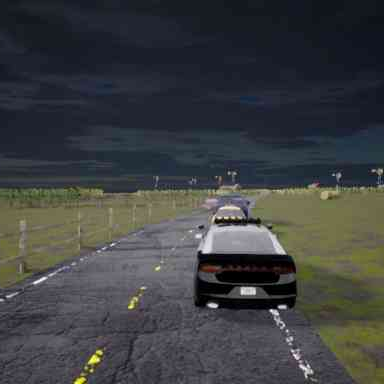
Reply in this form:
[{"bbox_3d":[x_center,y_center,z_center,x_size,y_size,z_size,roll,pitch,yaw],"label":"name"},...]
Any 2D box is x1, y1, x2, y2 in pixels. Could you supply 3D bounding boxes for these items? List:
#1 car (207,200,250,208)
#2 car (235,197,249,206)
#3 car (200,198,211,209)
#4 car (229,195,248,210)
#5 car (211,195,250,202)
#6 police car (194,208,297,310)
[{"bbox_3d":[2.047,1.442,17.937,1.801,1.575,5.366,0,0,7],"label":"car"},{"bbox_3d":[8.113,1.501,53.613,1.994,1.385,4.181,0,0,12],"label":"car"},{"bbox_3d":[2.288,1.487,38.687,1.812,1.442,4.674,0,0,12],"label":"car"},{"bbox_3d":[6.186,1.304,43.871,2.097,1.767,4.553,0,0,12],"label":"car"},{"bbox_3d":[2.913,1.204,23.621,2.150,2.045,5.566,0,0,10],"label":"car"},{"bbox_3d":[1.086,1.422,8.056,1.930,1.638,5.238,0,0,4],"label":"police car"}]
